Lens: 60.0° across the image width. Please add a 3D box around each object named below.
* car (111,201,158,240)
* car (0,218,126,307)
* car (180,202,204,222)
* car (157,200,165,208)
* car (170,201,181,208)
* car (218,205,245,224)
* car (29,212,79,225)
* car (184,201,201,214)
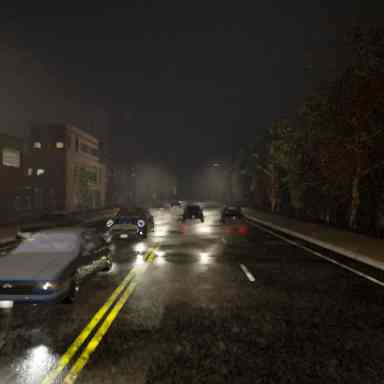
[{"bbox_3d":[-3.324,1.587,18.542,2.097,1.767,4.553,0,-1,0],"label":"car"},{"bbox_3d":[-3.347,1.658,8.643,2.033,1.411,5.357,0,-1,0],"label":"car"},{"bbox_3d":[0.104,1.902,29.792,1.812,1.442,4.674,0,-1,0],"label":"car"},{"bbox_3d":[-6.493,2.384,66.295,2.033,1.411,5.357,0,-1,0],"label":"car"},{"bbox_3d":[-3.247,2.391,66.315,1.994,1.385,4.181,0,-1,0],"label":"car"},{"bbox_3d":[3.355,1.855,28.716,2.128,1.511,4.902,0,-1,0],"label":"car"},{"bbox_3d":[-6.586,1.730,16.029,1.812,1.442,4.674,0,-1,0],"label":"car"},{"bbox_3d":[0.049,2.037,43.383,2.128,1.511,4.902,0,-1,1],"label":"car"}]
